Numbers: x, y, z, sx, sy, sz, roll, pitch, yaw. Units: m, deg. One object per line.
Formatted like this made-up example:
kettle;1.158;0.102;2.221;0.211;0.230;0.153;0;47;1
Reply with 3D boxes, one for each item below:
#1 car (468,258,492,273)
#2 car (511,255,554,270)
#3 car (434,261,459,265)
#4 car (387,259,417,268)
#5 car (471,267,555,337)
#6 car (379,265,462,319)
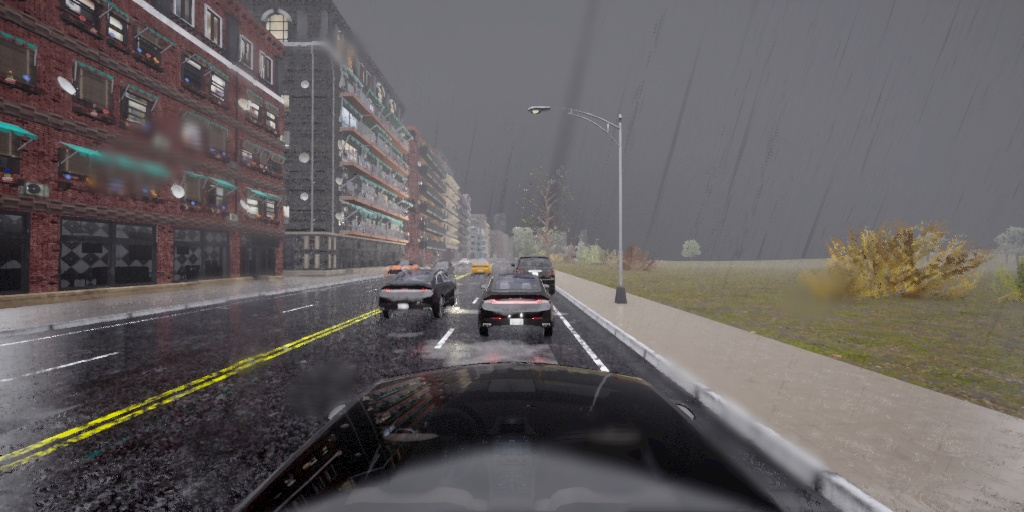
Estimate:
car;-3.164;1.229;38.021;1.882;1.535;5.008;0;0;0
car;1.132;0.977;20.224;2.150;2.045;5.566;0;0;0
car;-6.612;1.256;34.097;1.837;1.490;4.892;0;0;0
car;-9.862;1.103;32.339;2.097;1.767;4.553;0;0;0
car;0.098;1.243;10.354;2.128;1.511;4.902;0;0;0
car;-3.153;1.242;12.821;2.128;1.511;4.902;0;0;0
